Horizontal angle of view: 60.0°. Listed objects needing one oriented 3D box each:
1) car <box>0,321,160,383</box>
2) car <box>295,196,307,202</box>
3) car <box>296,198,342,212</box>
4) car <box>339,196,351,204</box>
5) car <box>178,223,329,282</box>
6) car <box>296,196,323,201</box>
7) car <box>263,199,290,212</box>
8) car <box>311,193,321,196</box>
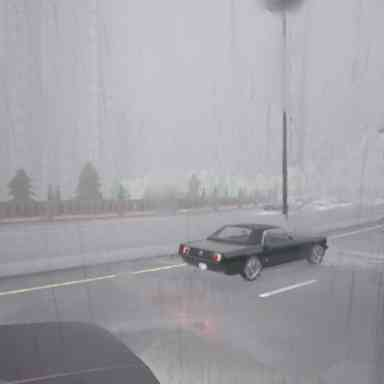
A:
[{"bbox_3d":[-2.748,1.553,1.791,5.357,1.411,2.033,0,0,-36],"label":"car"},{"bbox_3d":[25.237,1.659,77.140,1.994,1.385,4.181,0,0,10],"label":"car"},{"bbox_3d":[10.872,1.472,28.271,1.812,1.442,4.674,0,0,40],"label":"car"},{"bbox_3d":[30.382,1.544,66.375,2.128,1.511,4.902,0,0,15],"label":"car"},{"bbox_3d":[2.013,1.577,9.745,4.718,1.301,1.895,0,0,-39],"label":"car"},{"bbox_3d":[13.677,1.515,37.711,1.994,1.385,4.181,0,0,34],"label":"car"},{"bbox_3d":[9.746,1.523,38.188,1.994,1.385,4.181,0,0,35],"label":"car"},{"bbox_3d":[28.724,1.312,76.881,2.150,2.045,5.566,0,0,10],"label":"car"}]
